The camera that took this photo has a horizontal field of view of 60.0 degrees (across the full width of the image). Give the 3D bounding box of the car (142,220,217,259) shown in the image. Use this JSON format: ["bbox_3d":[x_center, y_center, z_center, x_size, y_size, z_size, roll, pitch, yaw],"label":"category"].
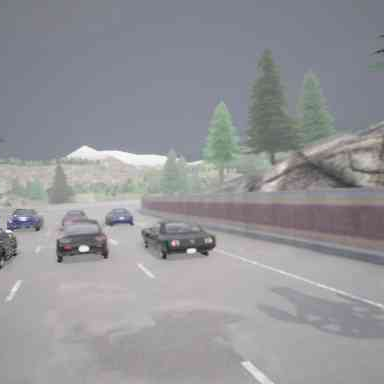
[{"bbox_3d":[-0.764,1.792,13.560,1.895,1.301,4.718,-1,-1,-20],"label":"car"}]

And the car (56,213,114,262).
[{"bbox_3d":[-4.480,1.819,13.551,1.812,1.442,4.674,-1,0,-20],"label":"car"}]

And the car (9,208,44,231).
[{"bbox_3d":[-12.696,2.023,25.681,2.097,1.767,4.553,-1,-1,-19],"label":"car"}]

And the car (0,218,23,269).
[{"bbox_3d":[-7.686,1.930,12.123,1.994,1.385,4.181,-1,-1,-20],"label":"car"}]

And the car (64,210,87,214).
[{"bbox_3d":[-9.554,2.170,27.314,1.994,1.385,4.181,-1,-1,-19],"label":"car"}]

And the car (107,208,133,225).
[{"bbox_3d":[-6.254,2.093,28.471,1.994,1.385,4.181,-1,-1,-19],"label":"car"}]
